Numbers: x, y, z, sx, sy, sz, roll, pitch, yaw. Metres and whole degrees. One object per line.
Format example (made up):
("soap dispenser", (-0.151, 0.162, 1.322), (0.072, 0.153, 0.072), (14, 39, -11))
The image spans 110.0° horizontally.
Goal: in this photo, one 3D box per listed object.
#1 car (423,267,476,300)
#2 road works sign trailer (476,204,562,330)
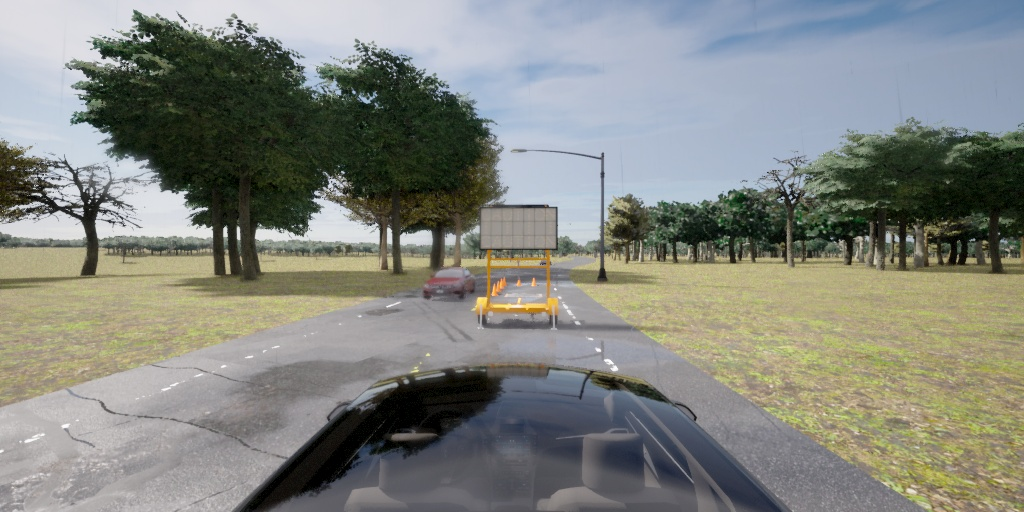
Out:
("car", (-2.958, 1.277, 17.823), (1.812, 1.442, 4.674), (0, 0, 4))
("road works sign trailer", (0.205, 0.215, 11.159), (2.380, 3.560, 2.880), (0, 0, 3))
